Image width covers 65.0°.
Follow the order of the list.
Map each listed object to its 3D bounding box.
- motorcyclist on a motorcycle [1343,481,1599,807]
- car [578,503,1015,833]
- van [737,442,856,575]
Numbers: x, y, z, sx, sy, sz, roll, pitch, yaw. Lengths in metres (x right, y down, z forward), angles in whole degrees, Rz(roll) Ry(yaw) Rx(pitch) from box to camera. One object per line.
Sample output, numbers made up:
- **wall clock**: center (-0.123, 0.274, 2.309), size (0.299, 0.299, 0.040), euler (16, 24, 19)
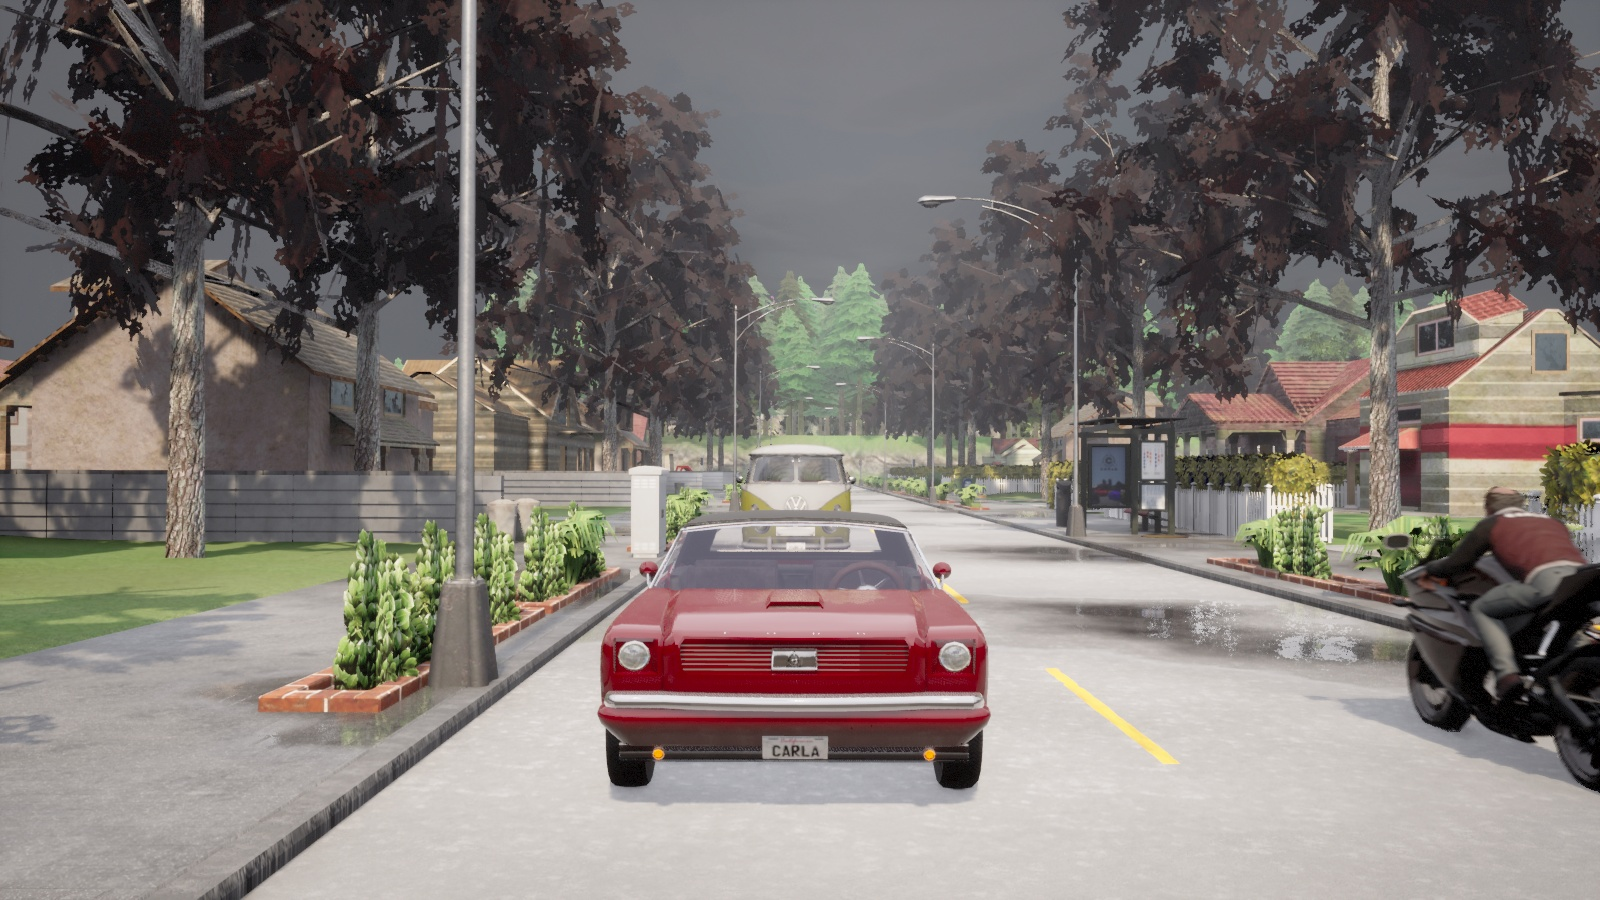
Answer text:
- **motorcyclist on a motorcycle**: center (3.980, 0.952, 7.087), size (0.866, 1.530, 2.191), euler (0, -1, 0)
- **car**: center (-0.021, 1.046, 7.809), size (1.895, 1.301, 4.718), euler (0, -1, 0)
- **van**: center (-0.059, 0.921, 21.085), size (1.775, 1.987, 4.442), euler (0, -1, 0)
